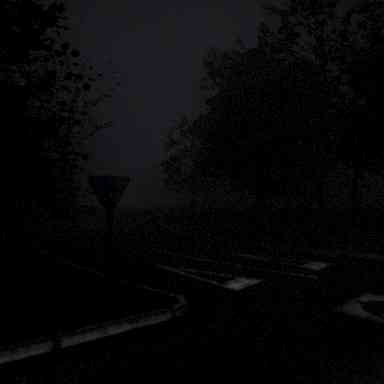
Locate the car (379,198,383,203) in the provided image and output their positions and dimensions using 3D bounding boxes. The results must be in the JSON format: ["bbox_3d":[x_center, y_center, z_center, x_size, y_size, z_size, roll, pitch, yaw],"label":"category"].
[{"bbox_3d":[41.946,1.568,70.013,4.553,1.767,2.185,0,0,39],"label":"car"}]

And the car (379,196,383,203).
[{"bbox_3d":[43.665,1.684,72.177,5.008,1.535,2.097,0,0,39],"label":"car"}]
